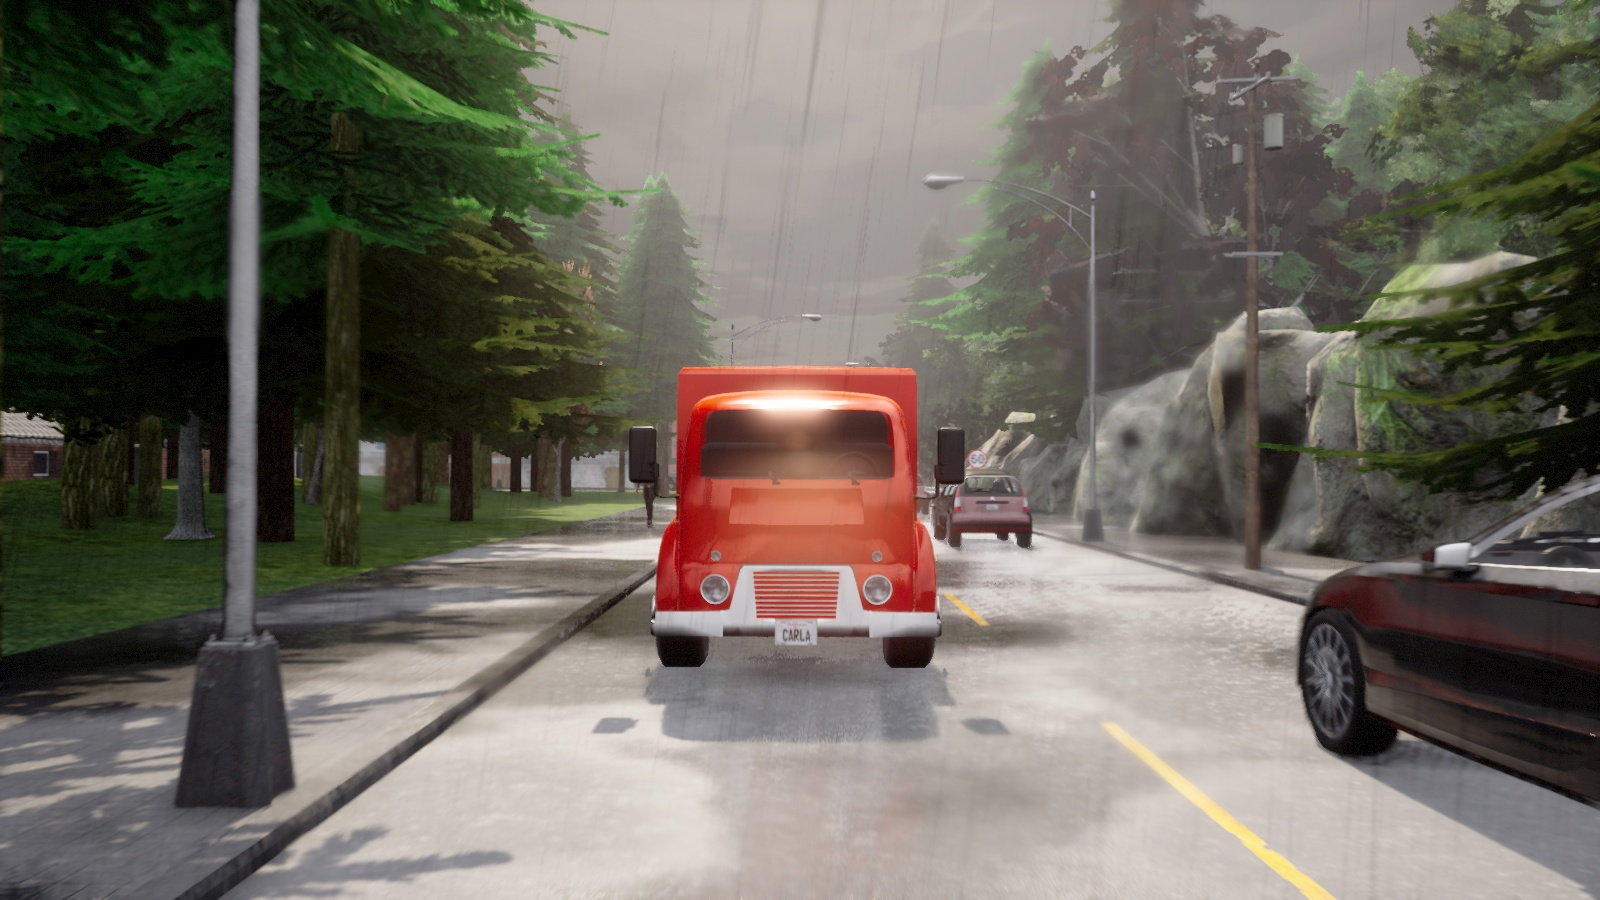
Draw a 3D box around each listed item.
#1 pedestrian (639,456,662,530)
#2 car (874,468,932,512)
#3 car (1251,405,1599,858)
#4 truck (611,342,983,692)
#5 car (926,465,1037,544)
[{"bbox_3d":[-3.739,1.065,31.429,0.328,1.805,0.869,0,-1,11],"label":"pedestrian"},{"bbox_3d":[3.863,1.497,47.757,1.851,1.617,3.988,0,-1,0],"label":"car"},{"bbox_3d":[3.986,0.671,5.546,2.152,1.651,5.027,0,-1,0],"label":"car"},{"bbox_3d":[-0.029,0.524,11.513,2.627,2.467,5.204,0,-1,0],"label":"truck"},{"bbox_3d":[3.934,1.162,27.823,1.851,1.617,3.988,0,-1,0],"label":"car"}]
